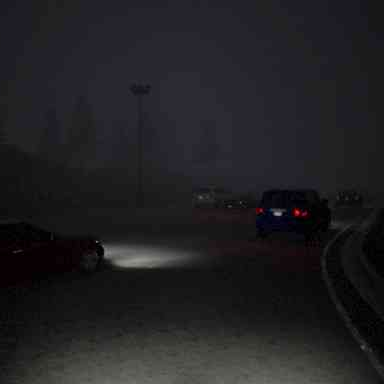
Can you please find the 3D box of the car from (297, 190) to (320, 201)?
[{"bbox_3d":[17.115,0.416,48.597,2.033,1.411,5.357,1,2,31],"label":"car"}]

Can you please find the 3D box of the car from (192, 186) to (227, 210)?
[{"bbox_3d":[2.142,0.491,30.865,2.150,2.045,5.566,1,2,31],"label":"car"}]

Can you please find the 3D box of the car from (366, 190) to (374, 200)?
[{"bbox_3d":[26.203,0.393,50.028,2.033,1.411,5.357,1,2,31],"label":"car"}]

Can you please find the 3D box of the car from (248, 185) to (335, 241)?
[{"bbox_3d":[4.662,0.871,14.890,2.150,2.045,5.566,1,2,32],"label":"car"}]

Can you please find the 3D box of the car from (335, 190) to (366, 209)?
[{"bbox_3d":[15.265,0.606,32.187,2.097,1.767,4.553,1,2,31],"label":"car"}]

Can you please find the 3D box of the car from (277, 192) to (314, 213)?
[{"bbox_3d":[9.042,0.832,28.734,1.837,1.490,4.892,1,1,31],"label":"car"}]

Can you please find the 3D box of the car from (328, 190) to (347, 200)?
[{"bbox_3d":[21.488,0.464,49.034,1.895,1.301,4.718,1,2,32],"label":"car"}]

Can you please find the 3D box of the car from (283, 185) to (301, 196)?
[{"bbox_3d":[20.150,-0.341,66.929,2.150,2.045,5.566,1,1,32],"label":"car"}]

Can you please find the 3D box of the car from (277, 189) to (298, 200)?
[{"bbox_3d":[14.853,0.272,51.601,1.882,1.535,5.008,1,2,32],"label":"car"}]

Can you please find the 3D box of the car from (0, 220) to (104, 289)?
[{"bbox_3d":[-4.088,1.344,7.326,1.812,1.442,4.674,1,2,32],"label":"car"}]

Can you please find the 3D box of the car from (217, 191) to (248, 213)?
[{"bbox_3d":[4.118,0.879,27.401,1.812,1.442,4.674,1,2,32],"label":"car"}]
